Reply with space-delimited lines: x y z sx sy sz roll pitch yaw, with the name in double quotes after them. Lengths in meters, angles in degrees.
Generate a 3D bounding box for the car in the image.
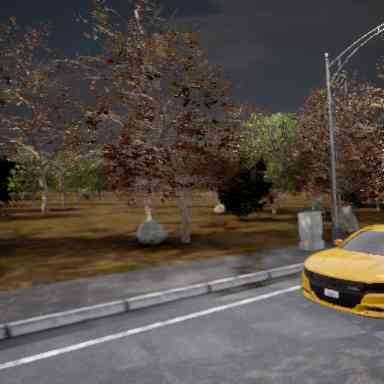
4.421 1.464 7.162 5.008 1.535 1.882 0 0 -36 "car"
